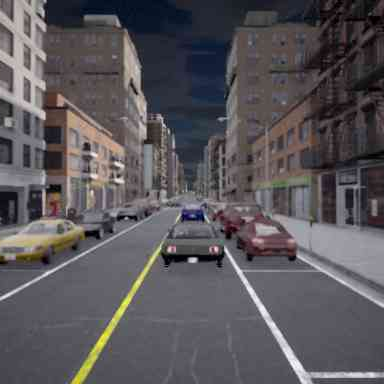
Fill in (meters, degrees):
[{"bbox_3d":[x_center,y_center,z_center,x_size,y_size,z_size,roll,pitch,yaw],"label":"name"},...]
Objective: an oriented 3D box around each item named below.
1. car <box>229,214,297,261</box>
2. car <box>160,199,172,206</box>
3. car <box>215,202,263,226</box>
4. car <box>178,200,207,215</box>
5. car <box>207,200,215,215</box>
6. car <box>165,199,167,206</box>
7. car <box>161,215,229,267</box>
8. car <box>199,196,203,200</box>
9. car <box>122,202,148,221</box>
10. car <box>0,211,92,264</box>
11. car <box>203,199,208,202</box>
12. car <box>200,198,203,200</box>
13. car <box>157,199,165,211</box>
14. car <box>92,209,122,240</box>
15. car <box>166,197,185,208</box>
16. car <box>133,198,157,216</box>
[{"bbox_3d":[2.643,1.687,12.435,1.802,1.307,4.206,0,0,0],"label":"car"},{"bbox_3d":[-5.355,2.108,69.249,2.008,1.369,4.403,0,0,0],"label":"car"},{"bbox_3d":[2.646,1.466,18.118,2.192,1.841,5.009,0,0,0],"label":"car"},{"bbox_3d":[0.067,1.712,28.573,1.882,1.535,5.008,0,0,0],"label":"car"},{"bbox_3d":[2.651,1.681,29.479,1.967,1.590,4.097,0,0,0],"label":"car"},{"bbox_3d":[-5.357,2.094,63.567,1.802,1.307,4.206,0,0,0],"label":"car"},{"bbox_3d":[0.046,1.701,11.804,1.895,1.301,4.718,0,0,1],"label":"car"},{"bbox_3d":[2.668,2.039,63.735,1.752,1.417,4.829,0,0,0],"label":"car"},{"bbox_3d":[-5.374,1.808,29.477,1.947,1.339,4.313,0,0,0],"label":"car"},{"bbox_3d":[-5.382,1.630,12.263,1.752,1.417,4.829,0,0,0],"label":"car"},{"bbox_3d":[2.657,1.883,40.840,2.008,1.369,4.403,0,0,0],"label":"car"},{"bbox_3d":[2.662,1.988,52.203,1.947,1.339,4.313,0,0,0],"label":"car"},{"bbox_3d":[-5.366,1.818,46.523,1.967,1.590,4.097,0,0,0],"label":"car"},{"bbox_3d":[-5.379,1.717,18.114,1.947,1.339,4.313,0,0,0],"label":"car"},{"bbox_3d":[-2.772,2.013,57.618,2.033,1.411,5.357,0,0,1],"label":"car"},{"bbox_3d":[-5.371,1.602,35.161,2.192,1.841,5.009,0,0,0],"label":"car"}]
